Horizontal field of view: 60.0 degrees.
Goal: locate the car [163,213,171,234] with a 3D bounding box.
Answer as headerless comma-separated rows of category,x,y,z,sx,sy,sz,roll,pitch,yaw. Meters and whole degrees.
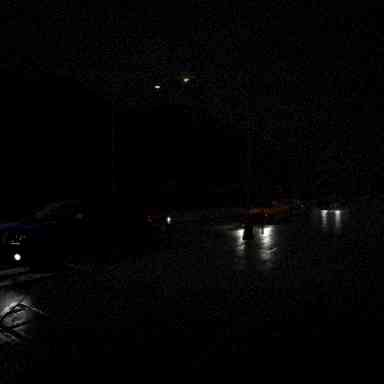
car,-2.826,1.516,16.618,2.008,1.369,4.403,0,0,35

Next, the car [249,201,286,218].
car,6.980,1.522,30.551,1.802,1.307,4.206,0,0,35

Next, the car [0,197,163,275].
car,-3.699,1.196,10.975,2.150,2.045,5.566,0,0,35

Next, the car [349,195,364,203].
car,33.132,1.506,67.708,1.947,1.339,4.313,0,0,35

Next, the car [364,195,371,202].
car,39.571,1.484,76.858,1.752,1.417,4.829,0,0,35

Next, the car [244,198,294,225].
car,5.445,1.422,23.958,1.882,1.535,5.008,0,1,35

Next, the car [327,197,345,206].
car,23.326,1.498,53.774,1.947,1.339,4.313,0,0,35

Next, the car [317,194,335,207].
car,20.056,1.248,49.129,2.192,1.841,5.009,0,0,35

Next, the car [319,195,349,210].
car,17.677,1.440,41.208,1.837,1.490,4.892,0,-1,36

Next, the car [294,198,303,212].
car,10.249,1.377,35.196,1.967,1.590,4.097,0,0,35
